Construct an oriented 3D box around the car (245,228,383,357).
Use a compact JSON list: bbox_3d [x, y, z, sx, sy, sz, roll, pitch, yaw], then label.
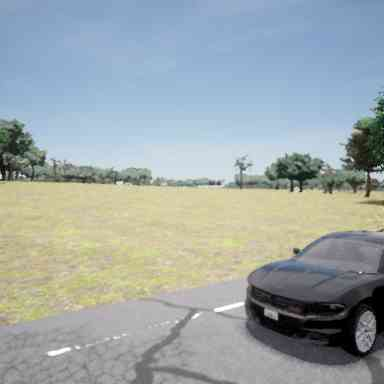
[{"bbox_3d":[3.177,1.503,6.259,5.008,1.535,1.882,0,0,-35],"label":"car"}]
